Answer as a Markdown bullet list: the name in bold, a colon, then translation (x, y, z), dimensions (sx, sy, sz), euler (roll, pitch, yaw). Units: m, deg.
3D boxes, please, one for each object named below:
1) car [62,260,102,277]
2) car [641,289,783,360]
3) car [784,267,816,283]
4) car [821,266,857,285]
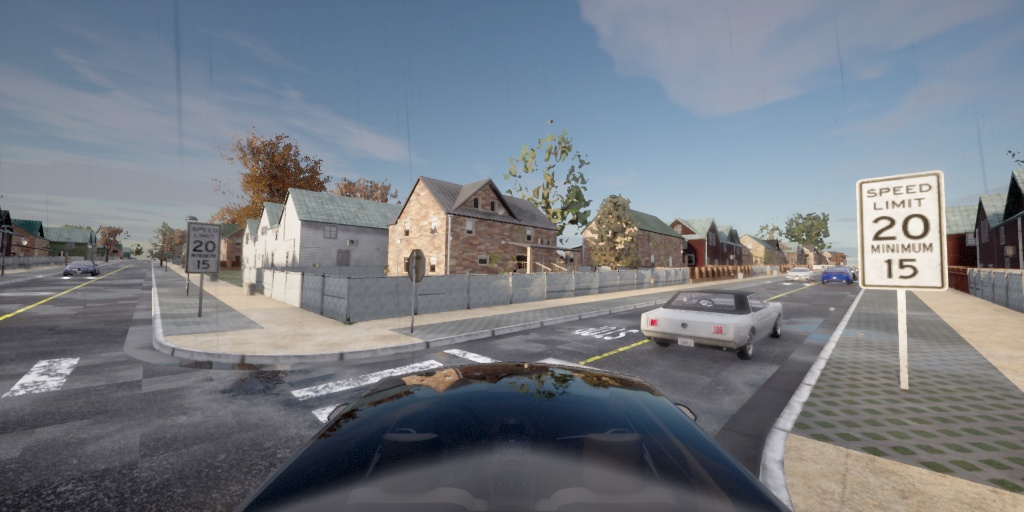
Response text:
- **car**: translation (-40.004, 1.130, 33.408), dimensions (4.674, 1.442, 1.812), euler (0, -3, 45)
- **car**: translation (5.025, 1.441, 8.633), dimensions (4.718, 1.301, 1.895), euler (1, -2, -44)
- **car**: translation (28.325, 1.855, 35.207), dimensions (4.674, 1.442, 1.812), euler (1, -2, -44)
- **car**: translation (28.917, 1.719, 31.860), dimensions (5.008, 1.535, 1.882), euler (1, -2, -44)
